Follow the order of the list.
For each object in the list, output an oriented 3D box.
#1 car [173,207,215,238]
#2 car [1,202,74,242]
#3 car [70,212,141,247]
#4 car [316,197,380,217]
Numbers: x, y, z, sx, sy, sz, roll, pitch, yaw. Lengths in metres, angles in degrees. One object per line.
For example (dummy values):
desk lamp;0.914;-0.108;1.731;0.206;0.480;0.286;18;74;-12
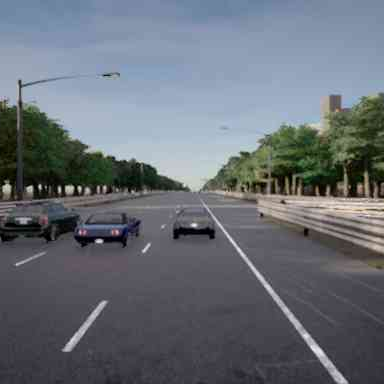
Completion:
car;0.097;1.439;16.938;1.994;1.385;4.181;0;0;0
car;-6.902;1.237;15.749;2.097;1.767;4.553;0;0;0
car;-3.403;1.497;14.427;1.895;1.301;4.718;0;0;0
car;12.412;1.198;27.005;1.801;1.575;5.366;0;0;-24
